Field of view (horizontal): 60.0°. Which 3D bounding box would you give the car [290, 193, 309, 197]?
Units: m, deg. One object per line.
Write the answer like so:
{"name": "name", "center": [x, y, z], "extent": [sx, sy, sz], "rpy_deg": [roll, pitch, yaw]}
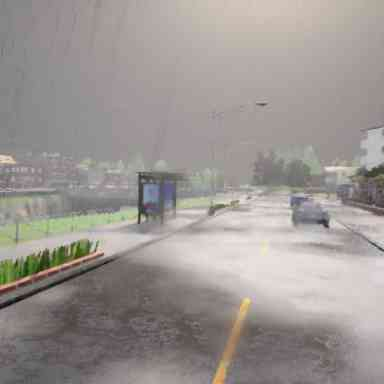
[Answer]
{"name": "car", "center": [12.253, 0.886, 37.891], "extent": [1.882, 1.535, 5.008], "rpy_deg": [2, 1, 16]}

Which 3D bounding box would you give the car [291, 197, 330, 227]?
{"name": "car", "center": [7.186, 1.256, 20.256], "extent": [1.994, 1.385, 4.181], "rpy_deg": [2, 1, 17]}
